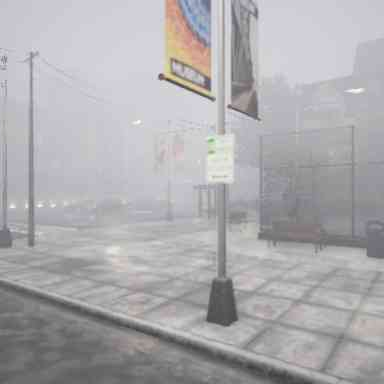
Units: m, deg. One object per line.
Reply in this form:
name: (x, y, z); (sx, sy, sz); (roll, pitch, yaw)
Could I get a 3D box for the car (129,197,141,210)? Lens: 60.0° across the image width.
car: (-6.665, 1.418, 44.263); (2.097, 1.767, 4.553); (0, 0, 35)

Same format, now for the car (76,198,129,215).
car: (-9.187, 1.410, 34.576); (2.097, 1.767, 4.553); (0, 0, 35)

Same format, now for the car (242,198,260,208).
car: (9.500, 1.607, 48.888); (1.994, 1.385, 4.181); (0, 0, 35)

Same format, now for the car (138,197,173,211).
car: (-4.228, 1.622, 41.648); (1.994, 1.385, 4.181); (0, 0, 35)

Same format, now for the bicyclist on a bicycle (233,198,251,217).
bicyclist on a bicycle: (4.271, 1.328, 28.554); (1.656, 1.620, 0.582); (-1, 0, 35)

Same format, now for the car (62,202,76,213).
car: (-11.902, 1.570, 36.803); (1.837, 1.490, 4.892); (0, 0, 35)

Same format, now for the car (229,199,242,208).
car: (6.382, 1.652, 50.549); (1.895, 1.301, 4.718); (0, 0, 35)
